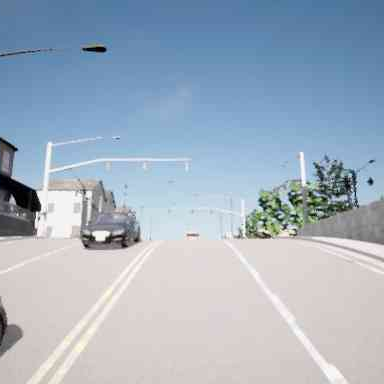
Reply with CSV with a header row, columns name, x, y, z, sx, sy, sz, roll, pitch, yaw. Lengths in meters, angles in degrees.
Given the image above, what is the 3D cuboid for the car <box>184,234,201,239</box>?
name,x,y,z,sx,sy,sz,roll,pitch,yaw
car,0.108,6.152,41.779,2.097,1.767,4.553,0,-13,0

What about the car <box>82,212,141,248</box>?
name,x,y,z,sx,sy,sz,roll,pitch,yaw
car,-3.569,1.694,15.477,2.128,1.511,4.902,0,-3,0

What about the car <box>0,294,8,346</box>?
name,x,y,z,sx,sy,sz,roll,pitch,yaw
car,-3.579,1.566,2.965,1.994,1.385,4.181,0,0,0
